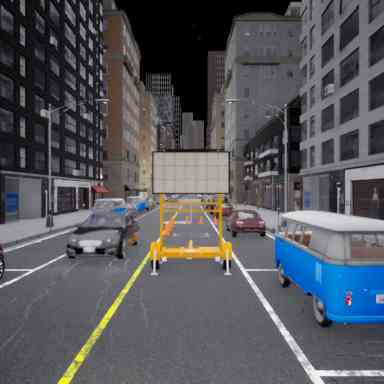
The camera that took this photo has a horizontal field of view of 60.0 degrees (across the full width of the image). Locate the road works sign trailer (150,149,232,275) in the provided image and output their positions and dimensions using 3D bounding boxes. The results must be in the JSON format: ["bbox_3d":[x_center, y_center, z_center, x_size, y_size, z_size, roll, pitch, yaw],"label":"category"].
[{"bbox_3d":[-0.028,0.464,10.426,2.380,3.560,2.880,0,0,0],"label":"road works sign trailer"}]

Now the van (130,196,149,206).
[{"bbox_3d":[-5.766,1.342,34.238,1.690,1.788,3.998,0,0,0],"label":"van"}]

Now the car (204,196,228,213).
[{"bbox_3d":[2.759,1.315,34.262,2.192,1.841,5.009,0,0,0],"label":"car"}]

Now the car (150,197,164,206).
[{"bbox_3d":[-5.828,1.573,56.243,1.947,1.339,4.313,0,0,0],"label":"car"}]

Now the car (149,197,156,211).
[{"bbox_3d":[-5.781,1.568,39.739,1.947,1.339,4.313,0,0,0],"label":"car"}]

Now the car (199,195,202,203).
[{"bbox_3d":[2.697,1.558,56.267,2.008,1.369,4.403,0,0,0],"label":"car"}]

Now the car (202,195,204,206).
[{"bbox_3d":[2.729,1.443,45.265,1.967,1.590,4.097,0,0,0],"label":"car"}]

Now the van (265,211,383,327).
[{"bbox_3d":[2.838,1.341,6.755,1.690,1.788,3.998,0,0,0],"label":"van"}]

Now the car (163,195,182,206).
[{"bbox_3d":[-3.150,1.570,53.485,1.994,1.385,4.181,0,0,0],"label":"car"}]

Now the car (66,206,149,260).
[{"bbox_3d":[-3.135,1.491,12.581,2.128,1.511,4.902,0,0,0],"label":"car"}]

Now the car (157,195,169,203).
[{"bbox_3d":[-5.860,1.452,67.246,1.967,1.590,4.097,0,0,0],"label":"car"}]

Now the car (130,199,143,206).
[{"bbox_3d":[-5.750,1.551,28.736,2.008,1.369,4.403,0,0,0],"label":"car"}]

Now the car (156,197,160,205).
[{"bbox_3d":[-5.796,1.585,45.241,1.802,1.307,4.206,0,0,0],"label":"car"}]

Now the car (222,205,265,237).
[{"bbox_3d":[2.807,1.581,17.758,1.802,1.307,4.206,0,0,0],"label":"car"}]

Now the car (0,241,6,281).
[{"bbox_3d":[-5.688,1.440,6.731,1.967,1.590,4.097,0,0,0],"label":"car"}]

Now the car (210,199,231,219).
[{"bbox_3d":[2.776,1.582,28.760,1.802,1.307,4.206,0,0,0],"label":"car"}]

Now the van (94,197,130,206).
[{"bbox_3d":[-5.735,1.340,23.236,1.690,1.788,3.998,0,0,0],"label":"van"}]

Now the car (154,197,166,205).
[{"bbox_3d":[-5.844,1.591,61.745,1.802,1.307,4.206,0,0,0],"label":"car"}]

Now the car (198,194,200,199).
[{"bbox_3d":[2.666,1.578,67.270,1.947,1.339,4.313,0,0,0],"label":"car"}]
